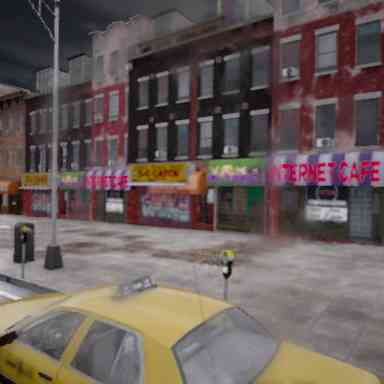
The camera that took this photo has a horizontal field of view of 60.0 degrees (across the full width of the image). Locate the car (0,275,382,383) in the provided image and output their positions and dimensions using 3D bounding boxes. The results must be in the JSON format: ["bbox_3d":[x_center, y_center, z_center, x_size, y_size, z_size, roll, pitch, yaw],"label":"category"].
[{"bbox_3d":[-0.757,1.528,3.344,4.829,1.417,1.752,0,1,36],"label":"car"}]
